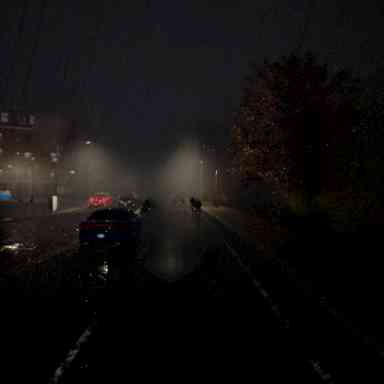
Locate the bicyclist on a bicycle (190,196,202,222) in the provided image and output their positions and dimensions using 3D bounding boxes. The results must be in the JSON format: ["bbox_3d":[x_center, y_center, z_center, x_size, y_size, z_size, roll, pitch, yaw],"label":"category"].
[{"bbox_3d":[0.426,1.279,24.055,0.659,1.776,1.843,0,0,-2],"label":"bicyclist on a bicycle"}]

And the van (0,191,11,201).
[{"bbox_3d":[-33.515,0.695,57.525,3.998,1.788,1.690,1,-1,-34],"label":"van"}]

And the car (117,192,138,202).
[{"bbox_3d":[-7.897,1.069,41.360,2.150,2.045,5.566,0,0,-3],"label":"car"}]

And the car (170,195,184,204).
[{"bbox_3d":[-2.368,1.280,57.265,1.837,1.490,4.892,0,1,-5],"label":"car"}]

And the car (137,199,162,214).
[{"bbox_3d":[-4.000,1.403,32.888,1.812,1.442,4.674,0,0,-3],"label":"car"}]

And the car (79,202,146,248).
[{"bbox_3d":[-3.345,1.425,14.486,1.882,1.535,5.008,0,0,-1],"label":"car"}]

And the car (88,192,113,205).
[{"bbox_3d":[-11.111,1.075,40.717,2.150,2.045,5.566,0,0,-3],"label":"car"}]
